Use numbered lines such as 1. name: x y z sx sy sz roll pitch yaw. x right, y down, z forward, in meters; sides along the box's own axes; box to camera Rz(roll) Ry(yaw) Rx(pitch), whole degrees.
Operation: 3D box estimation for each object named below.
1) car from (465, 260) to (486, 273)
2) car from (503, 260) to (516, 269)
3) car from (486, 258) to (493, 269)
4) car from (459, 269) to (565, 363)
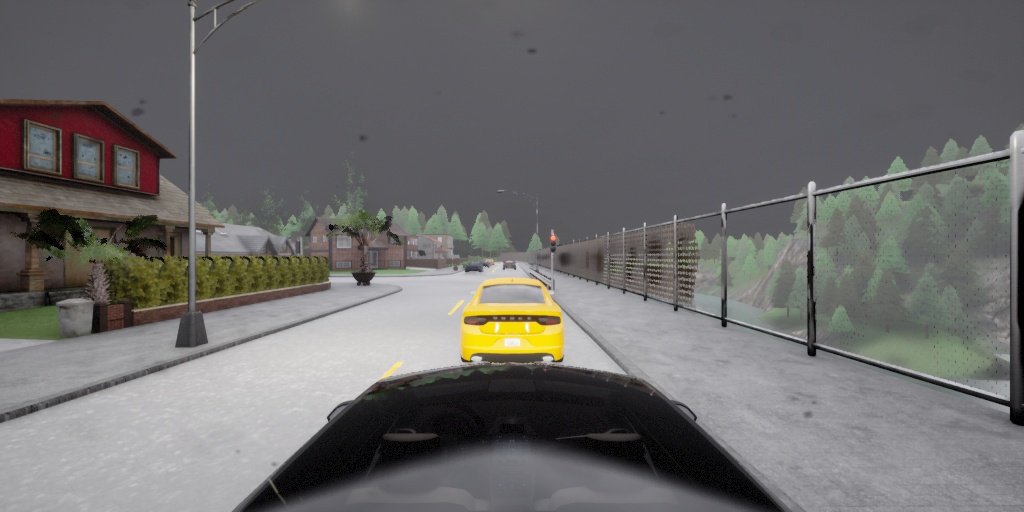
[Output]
1. car: -4.475 1.351 42.614 1.895 1.301 4.718 0 0 0
2. car: -0.391 1.275 54.697 1.812 1.442 4.674 0 0 -1
3. car: -4.595 1.351 57.992 1.895 1.301 4.718 0 0 0
4. car: 0.002 1.228 8.197 1.882 1.535 5.008 0 0 0
